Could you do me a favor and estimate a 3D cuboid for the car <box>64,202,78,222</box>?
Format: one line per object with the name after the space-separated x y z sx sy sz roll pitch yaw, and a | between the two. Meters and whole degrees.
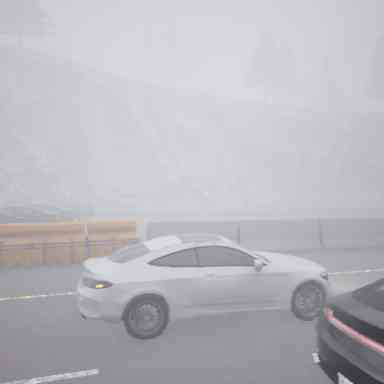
-10.235 1.477 21.481 5.008 1.535 1.882 0 0 -17 | car

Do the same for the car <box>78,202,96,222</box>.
-9.821 1.491 25.274 4.902 1.511 2.128 0 0 -17 | car

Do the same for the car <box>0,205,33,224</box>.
-9.761 1.505 14.264 4.892 1.490 1.837 0 0 -19 | car

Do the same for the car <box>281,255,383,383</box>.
3.725 1.491 3.520 4.902 1.511 2.128 0 0 -15 | car

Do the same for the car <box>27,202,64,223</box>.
-9.764 1.477 17.954 5.008 1.535 1.882 0 0 -18 | car

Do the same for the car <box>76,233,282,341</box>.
0.309 1.525 6.213 4.674 1.442 1.812 0 0 -16 | car
